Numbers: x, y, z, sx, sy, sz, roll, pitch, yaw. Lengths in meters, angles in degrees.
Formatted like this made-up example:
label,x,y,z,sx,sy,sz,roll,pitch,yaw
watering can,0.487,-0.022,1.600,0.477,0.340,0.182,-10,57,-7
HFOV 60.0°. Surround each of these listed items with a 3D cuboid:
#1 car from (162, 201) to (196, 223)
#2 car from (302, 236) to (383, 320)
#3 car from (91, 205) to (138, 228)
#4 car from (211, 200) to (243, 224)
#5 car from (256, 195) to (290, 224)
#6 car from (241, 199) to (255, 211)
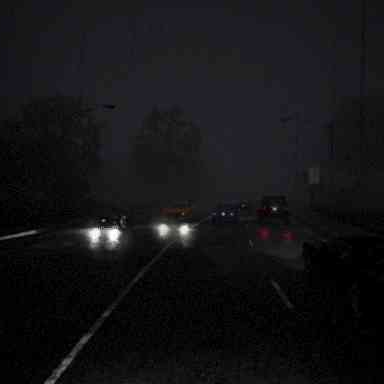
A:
label,x,y,z,sx,sy,sz,roll,pitch,yaw
car,-0.947,1.504,26.435,1.882,1.535,5.008,0,0,11
car,3.903,1.619,7.260,1.895,1.301,4.718,0,0,3
car,-5.159,1.573,22.520,1.994,1.385,4.181,0,0,9
car,2.623,1.585,25.471,2.033,1.411,5.357,0,0,10
car,6.160,1.270,25.410,2.150,2.045,5.566,0,0,11
car,6.811,1.634,42.356,1.994,1.385,4.181,0,0,17
